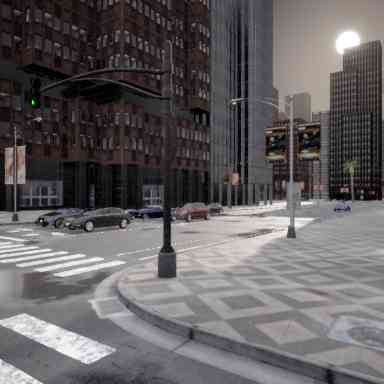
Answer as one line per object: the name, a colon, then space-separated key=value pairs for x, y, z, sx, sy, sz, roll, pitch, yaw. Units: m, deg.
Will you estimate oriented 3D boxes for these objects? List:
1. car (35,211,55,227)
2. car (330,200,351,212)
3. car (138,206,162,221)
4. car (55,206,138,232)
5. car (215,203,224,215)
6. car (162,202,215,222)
car: x=-8.954 y=1.794 z=23.914 sx=1.994 sy=1.385 sz=4.181 roll=0 pitch=-1 yaw=35
car: x=24.270 y=2.431 z=53.657 sx=2.033 sy=1.411 sz=5.357 roll=0 pitch=-1 yaw=34
car: x=-3.902 y=1.958 z=31.066 sx=1.895 sy=1.301 sz=4.718 roll=0 pitch=-1 yaw=35
car: x=-6.186 y=1.742 z=22.203 sx=1.837 sy=1.490 sz=4.892 roll=0 pitch=-1 yaw=35
car: x=1.974 y=2.009 z=39.358 sx=1.837 sy=1.490 sz=4.892 roll=0 pitch=-1 yaw=35
car: x=-0.233 y=1.738 z=30.612 sx=2.097 sy=1.767 sz=4.553 roll=0 pitch=-1 yaw=35
